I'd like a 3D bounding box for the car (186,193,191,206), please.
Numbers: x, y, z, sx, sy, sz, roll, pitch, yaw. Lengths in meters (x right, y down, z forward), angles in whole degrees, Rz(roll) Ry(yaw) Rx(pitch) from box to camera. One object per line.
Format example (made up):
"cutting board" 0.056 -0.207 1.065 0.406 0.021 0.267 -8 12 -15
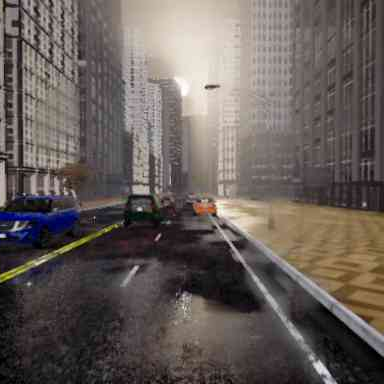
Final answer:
"car" 0.003 1.325 49.994 2.033 1.411 5.357 0 0 0

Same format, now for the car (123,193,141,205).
"car" -9.794 1.109 54.686 2.097 1.767 4.553 0 0 1

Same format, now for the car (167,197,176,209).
"car" -3.153 1.335 42.741 1.812 1.442 4.674 0 0 0

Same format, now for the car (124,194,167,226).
"car" -3.151 1.120 22.648 2.150 2.045 5.566 0 0 0

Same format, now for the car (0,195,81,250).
"car" -6.597 1.158 14.315 2.150 2.045 5.566 0 0 0

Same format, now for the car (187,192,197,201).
"car" -0.003 0.937 71.331 2.097 1.767 4.553 0 0 0

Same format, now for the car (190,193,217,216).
"car" 1.135 1.216 30.272 2.097 1.767 4.553 0 0 0

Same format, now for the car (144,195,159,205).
"car" -6.542 1.281 54.610 1.812 1.442 4.674 0 0 1

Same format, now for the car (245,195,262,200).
"car" 15.917 1.448 85.801 4.403 1.369 2.008 1 1 -1
